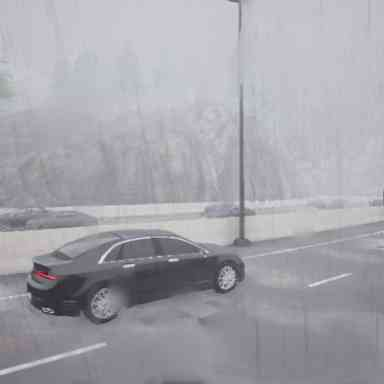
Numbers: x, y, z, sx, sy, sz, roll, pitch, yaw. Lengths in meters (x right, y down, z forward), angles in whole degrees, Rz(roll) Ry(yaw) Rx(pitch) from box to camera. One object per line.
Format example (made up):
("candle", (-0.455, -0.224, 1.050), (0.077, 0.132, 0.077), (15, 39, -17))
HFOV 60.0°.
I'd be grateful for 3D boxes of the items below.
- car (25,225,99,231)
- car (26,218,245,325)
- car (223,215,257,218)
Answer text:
("car", (-7.751, 1.796, 20.098), (4.181, 1.385, 1.994), (0, -1, -37))
("car", (-0.933, 1.580, 7.352), (4.892, 1.490, 1.837), (0, 0, -37))
("car", (2.666, 1.690, 23.976), (4.902, 1.511, 2.128), (0, -1, -41))
